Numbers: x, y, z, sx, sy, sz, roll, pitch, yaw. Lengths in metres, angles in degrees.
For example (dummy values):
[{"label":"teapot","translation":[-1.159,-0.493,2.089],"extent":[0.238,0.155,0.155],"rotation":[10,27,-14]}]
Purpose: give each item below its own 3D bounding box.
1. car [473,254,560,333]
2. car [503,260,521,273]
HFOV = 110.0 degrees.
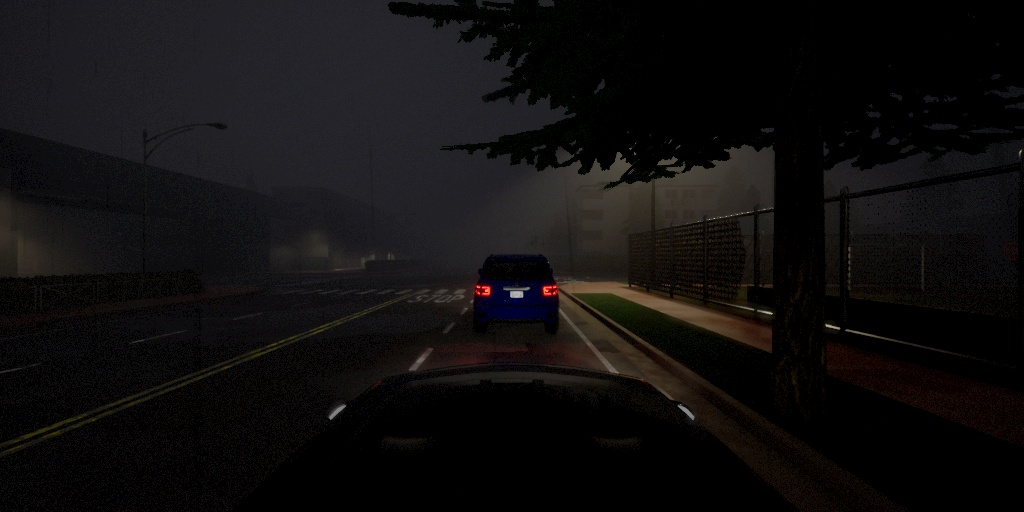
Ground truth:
[{"label":"car","translation":[0.112,0.972,10.878],"extent":[2.150,2.045,5.566],"rotation":[0,0,0]},{"label":"car","translation":[0.010,1.242,45.734],"extent":[2.128,1.511,4.902],"rotation":[0,0,0]}]
